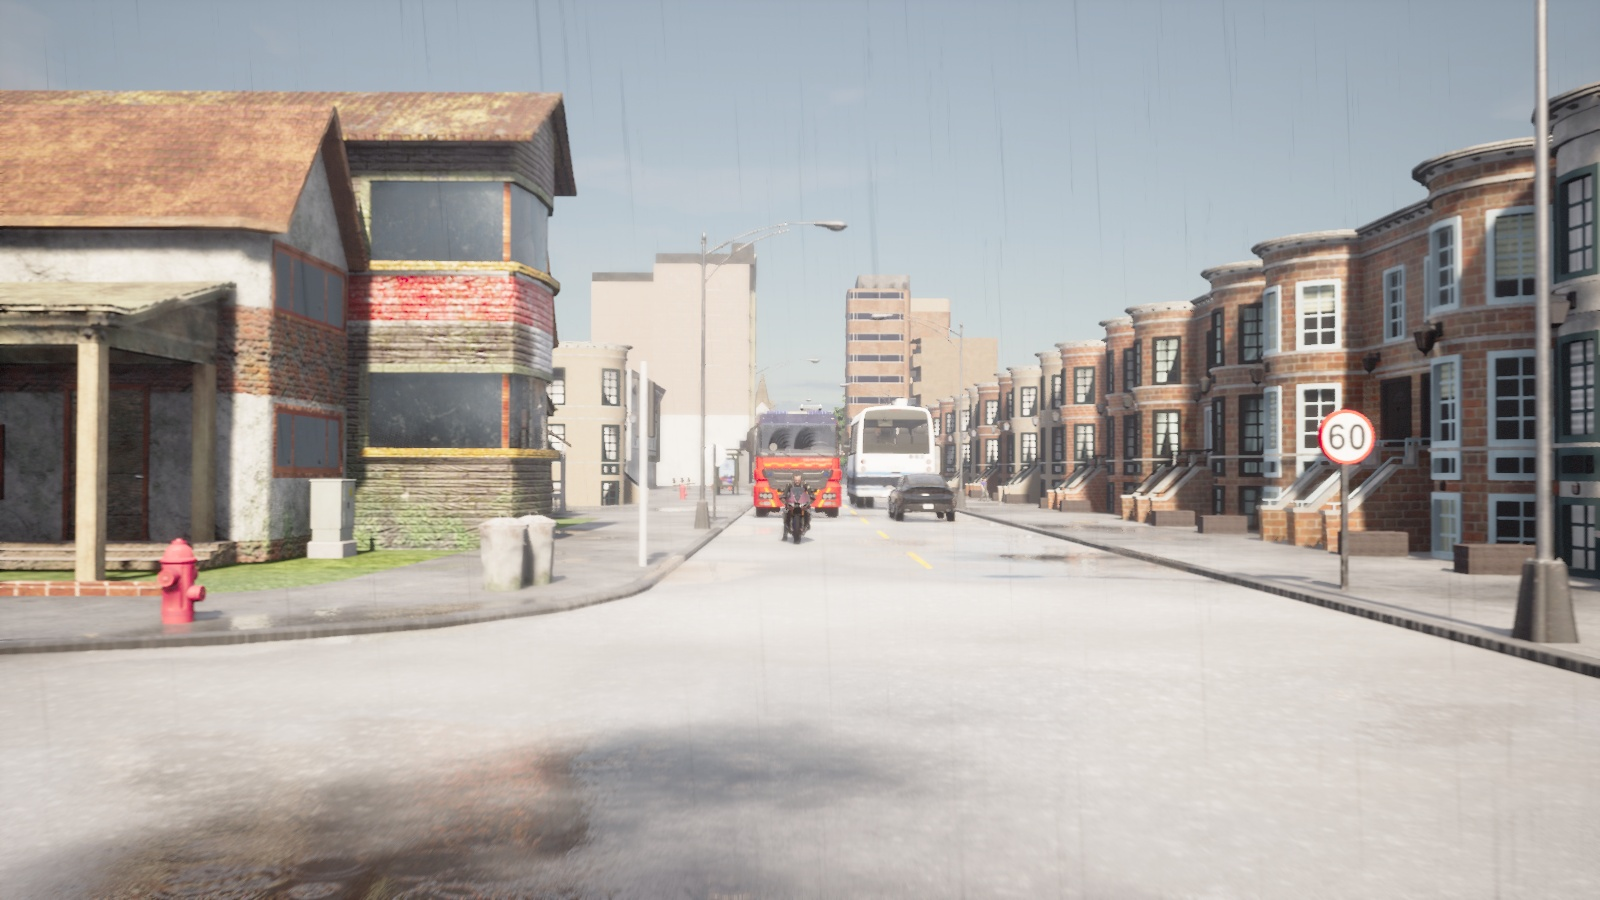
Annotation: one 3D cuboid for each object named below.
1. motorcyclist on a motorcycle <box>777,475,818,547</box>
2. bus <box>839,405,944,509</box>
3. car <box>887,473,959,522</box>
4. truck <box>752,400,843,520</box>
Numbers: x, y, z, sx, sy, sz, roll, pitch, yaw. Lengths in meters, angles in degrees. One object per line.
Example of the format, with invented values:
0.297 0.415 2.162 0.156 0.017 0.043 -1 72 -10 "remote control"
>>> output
-0.045 1.313 27.678 0.866 1.530 2.191 0 -1 0 "motorcyclist on a motorcycle"
3.907 0.372 56.741 3.944 4.253 10.273 0 -1 0 "bus"
3.934 1.489 40.930 1.837 1.490 4.892 0 -1 0 "car"
-0.076 0.394 44.456 2.891 3.827 8.468 0 -1 0 "truck"
